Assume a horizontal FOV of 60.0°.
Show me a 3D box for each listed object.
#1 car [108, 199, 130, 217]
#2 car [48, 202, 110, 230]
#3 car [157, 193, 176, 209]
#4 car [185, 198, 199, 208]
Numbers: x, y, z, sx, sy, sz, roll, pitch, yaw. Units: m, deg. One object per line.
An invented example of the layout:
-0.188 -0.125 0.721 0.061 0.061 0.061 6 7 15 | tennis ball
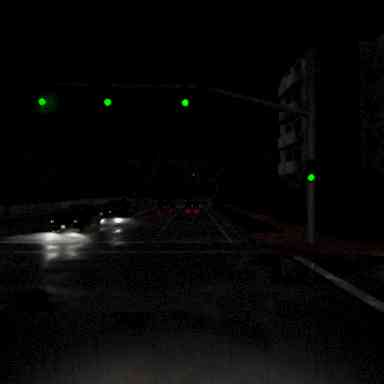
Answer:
-7.072 1.478 31.131 1.837 1.490 4.892 0 0 0 | car
-7.079 1.529 20.985 2.033 1.411 5.357 0 0 0 | car
-3.485 1.184 45.776 2.150 2.045 5.566 0 0 0 | car
0.024 1.561 46.673 1.895 1.301 4.718 0 0 0 | car
